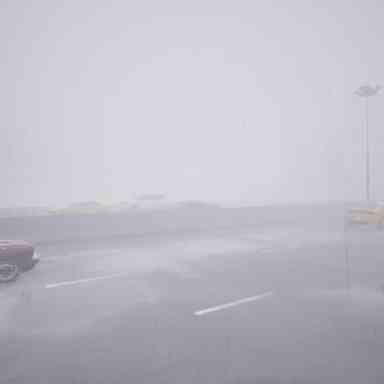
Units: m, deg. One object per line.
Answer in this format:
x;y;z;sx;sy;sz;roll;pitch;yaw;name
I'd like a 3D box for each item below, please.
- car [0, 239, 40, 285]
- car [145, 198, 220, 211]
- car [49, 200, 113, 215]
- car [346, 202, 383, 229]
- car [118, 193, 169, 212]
-6.260;1.605;7.878;4.718;1.301;1.895;0;0;-36;car
-0.654;1.413;24.968;4.902;1.511;2.128;0;0;-35;car
-9.127;1.431;27.557;5.008;1.535;1.882;0;0;-35;car
11.539;1.355;20.595;5.008;1.535;1.882;0;0;-36;car
-4.867;1.134;34.836;5.566;2.045;2.150;0;0;-35;car
